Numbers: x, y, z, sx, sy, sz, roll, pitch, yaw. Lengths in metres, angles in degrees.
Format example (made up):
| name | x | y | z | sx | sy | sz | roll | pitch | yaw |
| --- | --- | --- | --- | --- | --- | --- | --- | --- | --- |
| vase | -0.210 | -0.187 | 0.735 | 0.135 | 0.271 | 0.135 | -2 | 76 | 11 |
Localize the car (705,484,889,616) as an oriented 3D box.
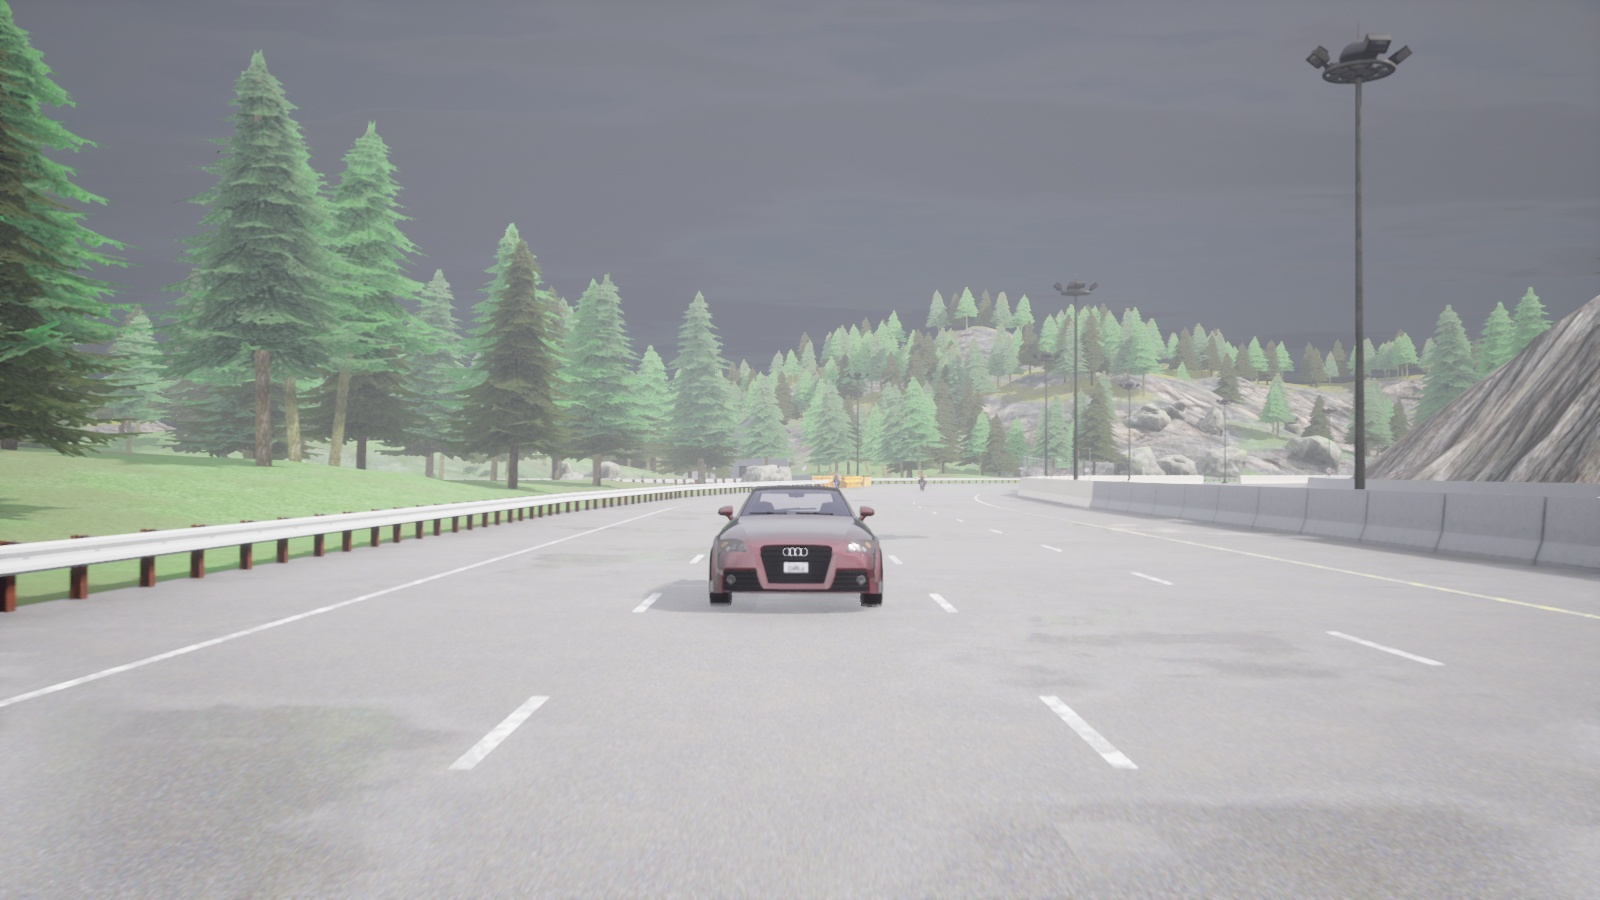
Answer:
| name | x | y | z | sx | sy | sz | roll | pitch | yaw |
| --- | --- | --- | --- | --- | --- | --- | --- | --- | --- |
| car | -0.038 | 1.142 | 15.734 | 1.994 | 1.385 | 4.181 | 0 | -1 | 0 |
